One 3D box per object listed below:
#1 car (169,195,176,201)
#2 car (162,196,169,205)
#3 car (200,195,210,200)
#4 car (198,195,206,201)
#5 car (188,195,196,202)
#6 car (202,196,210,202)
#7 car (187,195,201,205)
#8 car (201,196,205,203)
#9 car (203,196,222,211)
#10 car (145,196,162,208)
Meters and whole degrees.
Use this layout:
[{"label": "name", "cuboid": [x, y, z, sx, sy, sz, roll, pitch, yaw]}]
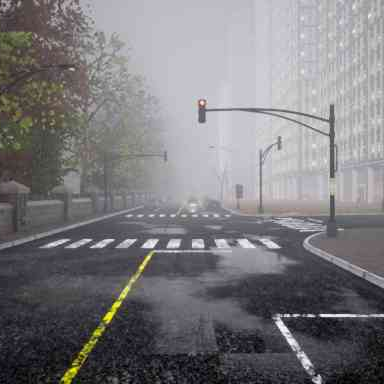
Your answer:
[{"label": "car", "cuboid": [-5.642, 1.625, 86.605, 1.887, 1.381, 4.507, 0, 0, 0]}, {"label": "car", "cuboid": [-5.657, 1.477, 58.444, 1.967, 1.590, 4.097, 0, 0, 0]}, {"label": "car", "cuboid": [2.720, 1.597, 52.807, 1.947, 1.339, 4.313, 0, 0, 0]}, {"label": "car", "cuboid": [2.742, 1.641, 92.232, 2.008, 1.369, 4.403, 0, 0, 0]}, {"label": "car", "cuboid": [0.043, 1.569, 80.081, 1.837, 1.490, 4.892, 0, 0, 0]}, {"label": "car", "cuboid": [3.191, 1.589, 76.853, 1.812, 1.442, 4.674, 0, 0, 0]}, {"label": "car", "cuboid": [0.134, 1.533, 61.678, 2.128, 1.511, 4.902, 0, 0, 0]}, {"label": "car", "cuboid": [2.717, 1.591, 47.174, 1.947, 1.339, 4.313, 0, 0, 0]}, {"label": "car", "cuboid": [2.713, 1.586, 41.541, 1.947, 1.339, 4.313, 0, 0, 0]}, {"label": "car", "cuboid": [-5.664, 1.607, 47.179, 1.802, 1.307, 4.206, 0, 0, 0]}]
